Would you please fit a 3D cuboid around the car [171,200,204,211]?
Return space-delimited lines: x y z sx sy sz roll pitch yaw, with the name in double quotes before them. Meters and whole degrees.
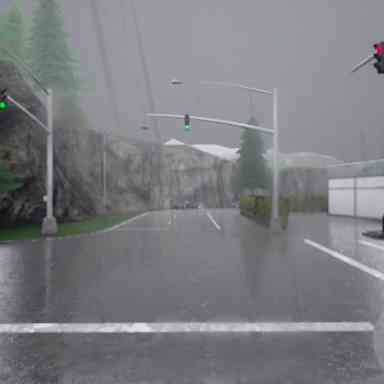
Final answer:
"car" -0.533 1.826 46.258 2.033 1.411 5.357 0 -1 40

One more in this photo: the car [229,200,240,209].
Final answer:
"car" 7.945 1.792 49.855 4.902 1.511 2.128 0 0 -12
